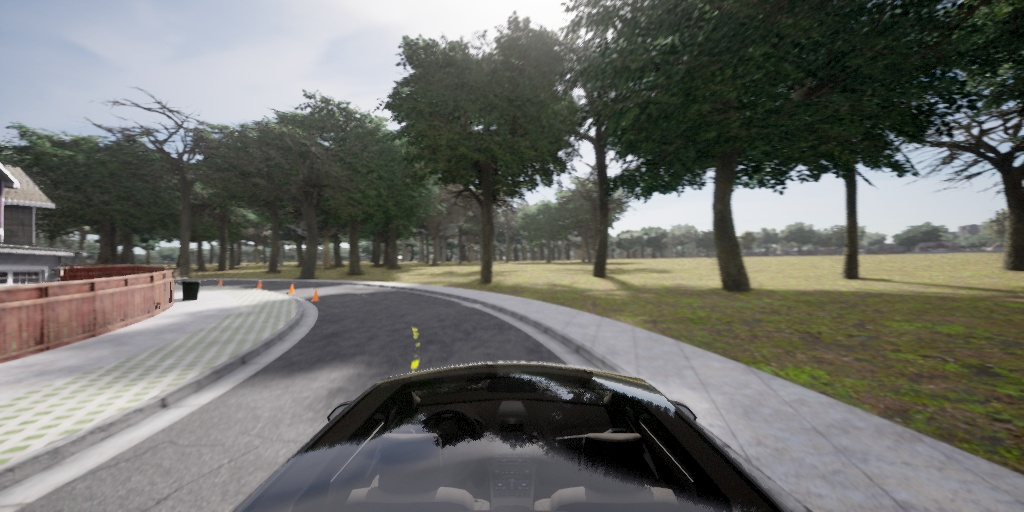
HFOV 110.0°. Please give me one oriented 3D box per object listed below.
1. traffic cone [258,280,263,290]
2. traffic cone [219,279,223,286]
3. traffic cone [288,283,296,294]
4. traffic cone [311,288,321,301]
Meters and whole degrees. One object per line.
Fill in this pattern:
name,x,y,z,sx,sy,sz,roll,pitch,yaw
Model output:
traffic cone,-16.030,1.841,22.806,0.340,0.580,0.340,0,0,31
traffic cone,-20.130,1.861,24.781,0.340,0.580,0.340,0,0,21
traffic cone,-12.350,1.826,20.129,0.340,0.580,0.340,0,0,41
traffic cone,-9.209,1.809,16.836,0.340,0.580,0.340,0,0,-39
